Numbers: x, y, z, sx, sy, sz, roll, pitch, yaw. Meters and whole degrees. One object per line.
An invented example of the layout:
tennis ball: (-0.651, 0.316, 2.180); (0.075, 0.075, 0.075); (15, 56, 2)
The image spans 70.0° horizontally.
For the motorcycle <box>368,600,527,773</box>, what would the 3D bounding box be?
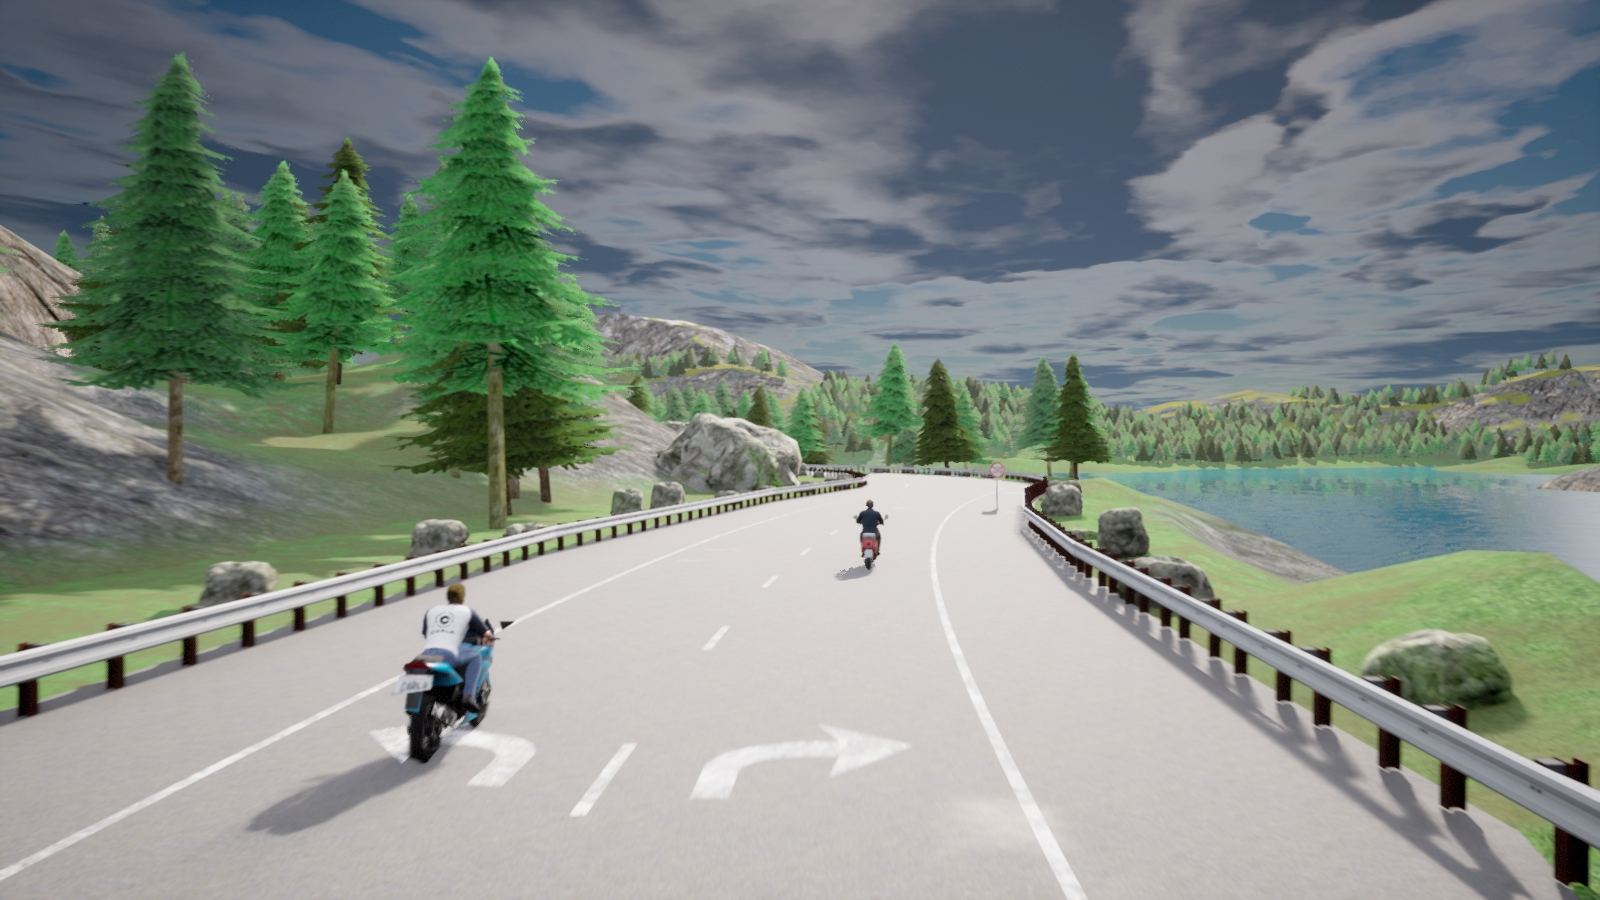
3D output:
motorcycle: (-3.297, 2.176, 10.899); (0.803, 1.217, 2.033); (0, 0, 3)

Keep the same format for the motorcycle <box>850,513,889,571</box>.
motorcycle: (1.688, 2.182, 27.475); (0.856, 1.236, 1.805); (0, 0, 6)
